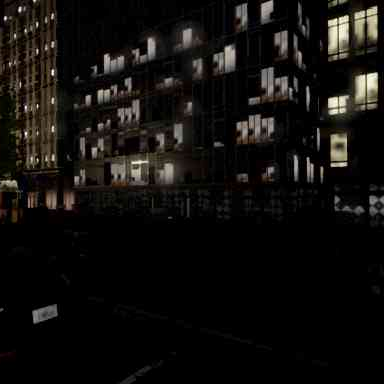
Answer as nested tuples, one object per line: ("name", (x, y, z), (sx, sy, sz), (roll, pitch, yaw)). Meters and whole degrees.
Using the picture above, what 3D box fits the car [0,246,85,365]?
("car", (-3.538, 1.566, 5.395), (4.313, 1.339, 1.947), (0, 0, 35))
